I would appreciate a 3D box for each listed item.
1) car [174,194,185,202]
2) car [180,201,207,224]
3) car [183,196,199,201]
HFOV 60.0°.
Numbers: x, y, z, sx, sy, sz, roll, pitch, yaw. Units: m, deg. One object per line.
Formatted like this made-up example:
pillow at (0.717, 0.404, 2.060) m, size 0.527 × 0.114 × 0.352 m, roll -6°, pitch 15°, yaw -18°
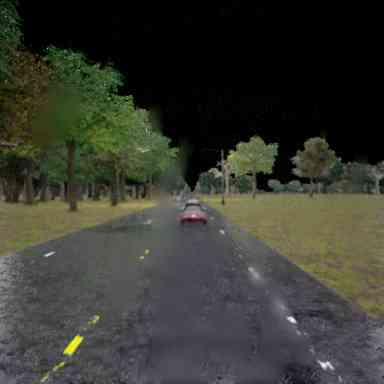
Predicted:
car at (-3.462, 1.752, 83.871) m, size 2.128 × 1.511 × 4.902 m, roll 0°, pitch 0°, yaw 0°
car at (0.112, 1.659, 25.647) m, size 1.994 × 1.385 × 4.181 m, roll 0°, pitch 0°, yaw 0°
car at (0.120, 1.633, 43.000) m, size 1.882 × 1.535 × 5.008 m, roll 0°, pitch 0°, yaw 0°
